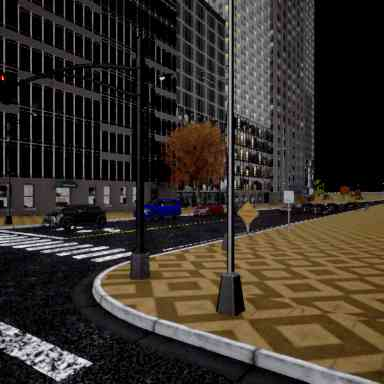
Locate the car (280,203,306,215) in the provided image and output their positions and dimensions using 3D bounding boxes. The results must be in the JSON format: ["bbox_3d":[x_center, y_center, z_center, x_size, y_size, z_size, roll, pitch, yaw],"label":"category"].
[{"bbox_3d":[13.854,2.402,46.388,2.033,1.411,5.357,0,-1,33],"label":"car"}]

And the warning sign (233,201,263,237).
[{"bbox_3d":[3.127,1.454,18.553,1.300,1.860,1.060,1,1,33],"label":"warning sign"}]

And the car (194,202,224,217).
[{"bbox_3d":[2.089,1.995,40.403,2.097,1.767,4.553,0,-1,33],"label":"car"}]

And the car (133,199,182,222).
[{"bbox_3d":[-3.210,1.689,32.191,2.150,2.045,5.566,0,-1,33],"label":"car"}]

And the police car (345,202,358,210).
[{"bbox_3d":[31.544,2.738,65.819,1.930,1.638,5.238,0,-1,33],"label":"police car"}]

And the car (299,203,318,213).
[{"bbox_3d":[19.171,2.533,54.726,1.837,1.490,4.892,0,-1,33],"label":"car"}]

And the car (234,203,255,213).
[{"bbox_3d":[7.589,2.371,48.861,2.033,1.411,5.357,0,-1,33],"label":"car"}]

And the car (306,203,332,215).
[{"bbox_3d":[17.724,2.399,46.298,1.837,1.490,4.892,0,-1,33],"label":"car"}]

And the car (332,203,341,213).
[{"bbox_3d":[23.125,2.574,54.687,1.837,1.490,4.892,0,-1,33],"label":"car"}]

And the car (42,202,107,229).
[{"bbox_3d":[-8.428,1.648,24.099,2.097,1.767,4.553,0,-1,33],"label":"car"}]
